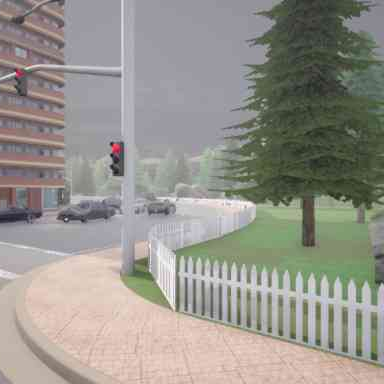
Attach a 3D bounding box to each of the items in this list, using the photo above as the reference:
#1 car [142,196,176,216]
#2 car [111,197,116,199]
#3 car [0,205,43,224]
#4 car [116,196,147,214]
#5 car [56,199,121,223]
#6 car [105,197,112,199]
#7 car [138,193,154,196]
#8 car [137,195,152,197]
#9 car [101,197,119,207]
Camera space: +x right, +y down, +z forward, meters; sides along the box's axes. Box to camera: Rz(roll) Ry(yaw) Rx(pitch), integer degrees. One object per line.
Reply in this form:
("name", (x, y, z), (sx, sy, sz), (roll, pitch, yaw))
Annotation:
("car", (-2.780, 1.436, 31.469), (2.128, 1.511, 4.902), (0, 0, 8))
("car", (-9.840, 1.492, 42.184), (2.033, 1.411, 5.357), (0, 0, -8))
("car", (-12.708, 1.545, 22.629), (1.895, 1.301, 4.718), (0, 0, 23))
("car", (-6.189, 1.470, 34.752), (1.812, 1.442, 4.674), (0, 0, 3))
("car", (-7.822, 1.492, 25.309), (2.033, 1.411, 5.357), (0, 0, 17))
("car", (-9.904, 1.492, 31.861), (2.033, 1.411, 5.357), (0, 0, 8))
("car", (-9.593, 1.166, 66.456), (2.150, 2.045, 5.566), (0, 0, -40))
("car", (-6.943, 1.470, 44.943), (1.812, 1.442, 4.674), (0, 0, -13))
("car", (-12.788, 1.508, 51.865), (1.994, 1.385, 4.181), (0, 0, -25))
